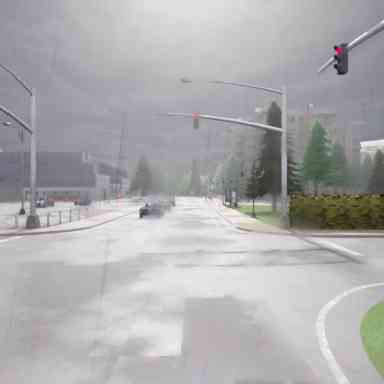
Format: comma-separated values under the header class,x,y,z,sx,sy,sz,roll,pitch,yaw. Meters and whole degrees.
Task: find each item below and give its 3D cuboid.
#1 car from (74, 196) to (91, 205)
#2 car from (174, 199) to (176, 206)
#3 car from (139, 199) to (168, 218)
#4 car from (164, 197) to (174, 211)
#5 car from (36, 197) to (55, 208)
class,x,y,z,sx,sy,sz,roll,pitch,yaw
car,-17.424,1.374,53.006,1.845,1.501,3.633,0,0,0
car,-3.521,1.478,50.720,1.882,1.535,5.008,0,0,0
car,-3.582,1.601,30.241,1.895,1.301,4.718,0,0,0
car,-3.568,1.564,40.237,1.994,1.385,4.181,0,0,0
car,-20.482,1.384,45.617,1.970,1.475,3.806,0,0,0
